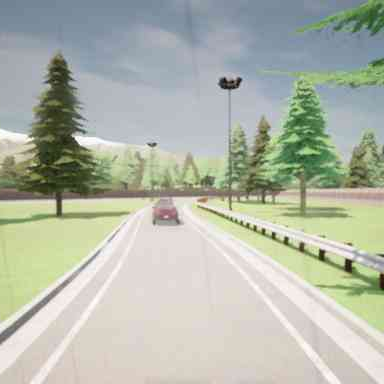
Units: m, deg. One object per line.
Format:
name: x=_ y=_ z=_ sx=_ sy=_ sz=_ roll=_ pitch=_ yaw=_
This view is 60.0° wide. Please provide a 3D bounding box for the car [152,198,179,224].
car: x=-1.915 y=1.451 z=24.070 sx=1.812 sy=1.442 sz=4.674 roll=0 pitch=0 yaw=-6
